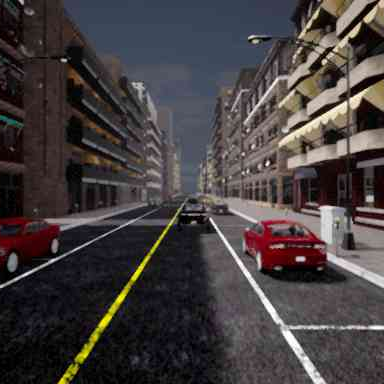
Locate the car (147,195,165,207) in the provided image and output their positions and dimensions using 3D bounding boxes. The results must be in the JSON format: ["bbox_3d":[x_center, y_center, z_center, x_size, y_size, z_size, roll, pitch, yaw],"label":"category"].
[{"bbox_3d":[-5.678,1.464,49.939,2.008,1.369,4.403,0,0,0],"label":"car"}]

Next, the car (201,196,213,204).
[{"bbox_3d":[2.704,1.458,61.206,1.947,1.339,4.313,0,0,0],"label":"car"}]

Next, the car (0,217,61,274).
[{"bbox_3d":[-5.686,1.527,10.486,1.887,1.381,4.507,0,0,0],"label":"car"}]

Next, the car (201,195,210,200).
[{"bbox_3d":[2.704,1.428,55.739,1.752,1.417,4.829,0,0,0],"label":"car"}]

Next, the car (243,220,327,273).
[{"bbox_3d":[2.694,1.527,10.480,1.887,1.381,4.507,0,0,0],"label":"car"}]

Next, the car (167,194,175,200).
[{"bbox_3d":[-5.670,1.367,89.223,1.752,1.417,4.829,0,0,0],"label":"car"}]

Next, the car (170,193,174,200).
[{"bbox_3d":[-5.672,1.177,78.121,2.192,1.841,5.009,0,0,0],"label":"car"}]

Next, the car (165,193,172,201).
[{"bbox_3d":[-5.675,1.427,66.848,1.887,1.381,4.507,0,0,0],"label":"car"}]

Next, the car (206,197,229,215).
[{"bbox_3d":[2.699,1.494,33.025,2.008,1.369,4.403,0,0,0],"label":"car"}]

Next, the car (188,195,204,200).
[{"bbox_3d":[0.108,1.459,38.817,1.812,1.442,4.674,0,0,0],"label":"car"}]

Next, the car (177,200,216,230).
[{"bbox_3d":[0.105,1.457,20.640,2.128,1.511,4.902,0,0,0],"label":"car"}]

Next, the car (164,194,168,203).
[{"bbox_3d":[-5.678,1.454,55.576,2.008,1.369,4.403,0,0,0],"label":"car"}]

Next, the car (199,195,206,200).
[{"bbox_3d":[2.710,1.423,89.387,1.802,1.307,4.206,0,0,0],"label":"car"}]

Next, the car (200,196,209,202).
[{"bbox_3d":[2.707,1.454,72.478,1.802,1.307,4.206,0,0,0],"label":"car"}]
